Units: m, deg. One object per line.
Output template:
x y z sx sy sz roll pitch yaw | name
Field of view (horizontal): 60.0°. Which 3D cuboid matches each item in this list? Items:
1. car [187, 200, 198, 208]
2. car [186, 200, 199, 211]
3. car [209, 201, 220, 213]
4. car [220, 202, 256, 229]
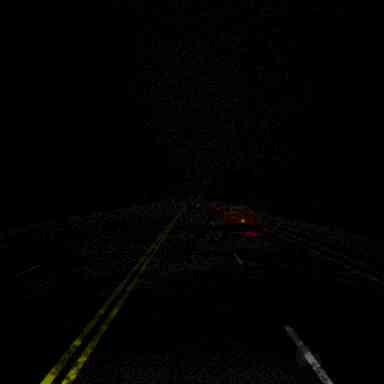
0.037 2.317 63.775 2.033 1.411 5.357 0 -1 0 | car
0.125 2.124 50.597 2.033 1.411 5.357 0 -1 0 | car
3.296 1.968 44.184 1.882 1.535 5.008 0 0 0 | car
3.329 1.727 24.073 1.882 1.535 5.008 0 0 0 | car
